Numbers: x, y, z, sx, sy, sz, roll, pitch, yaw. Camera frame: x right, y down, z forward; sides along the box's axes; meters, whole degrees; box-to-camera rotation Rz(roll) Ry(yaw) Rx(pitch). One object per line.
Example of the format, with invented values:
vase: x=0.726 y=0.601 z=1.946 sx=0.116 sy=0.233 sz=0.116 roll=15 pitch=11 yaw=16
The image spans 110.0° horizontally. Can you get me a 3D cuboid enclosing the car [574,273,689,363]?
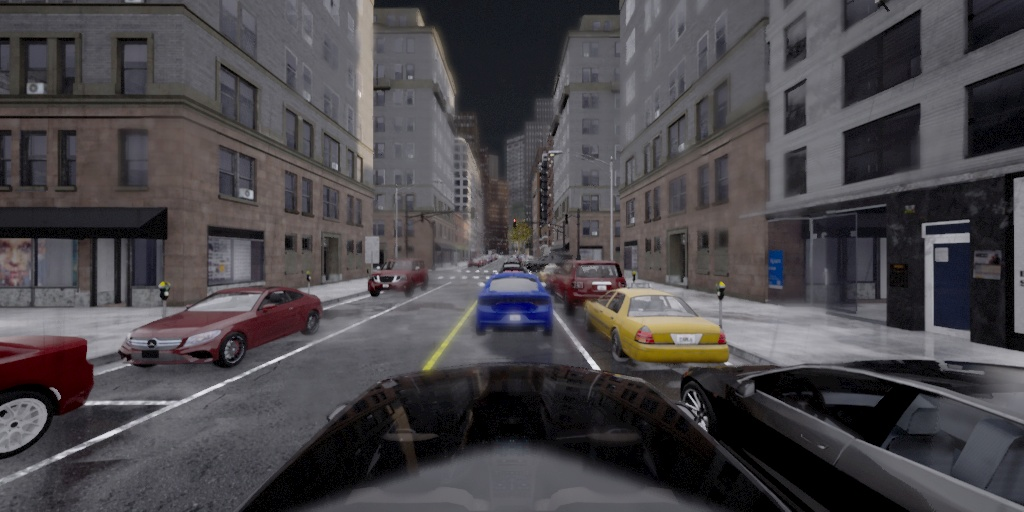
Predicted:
car: x=2.754 y=1.270 z=7.992 sx=1.751 sy=1.417 sz=4.829 roll=0 pitch=0 yaw=0

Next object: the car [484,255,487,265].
car: x=-5.851 y=0.972 z=62.007 sx=1.967 sy=1.591 sz=4.097 roll=0 pitch=0 yaw=0

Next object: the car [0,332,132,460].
car: x=-5.763 y=1.295 z=2.264 sx=1.888 sy=1.381 sz=4.507 roll=0 pitch=0 yaw=0

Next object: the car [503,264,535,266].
car: x=0.070 y=1.292 z=17.984 sx=1.994 sy=1.385 sz=4.181 roll=0 pitch=0 yaw=0

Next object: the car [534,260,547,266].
car: x=2.729 y=1.236 z=24.652 sx=1.751 sy=1.417 sz=4.829 roll=0 pitch=0 yaw=0

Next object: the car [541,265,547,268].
car: x=2.737 y=1.308 z=18.928 sx=1.802 sy=1.307 sz=4.207 roll=0 pitch=0 yaw=0

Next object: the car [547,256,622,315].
car: x=2.746 y=1.052 z=13.376 sx=2.192 sy=1.841 sz=5.009 roll=0 pitch=0 yaw=0

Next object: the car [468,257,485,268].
car: x=-5.843 y=1.111 z=56.582 sx=1.888 sy=1.381 sz=4.507 roll=0 pitch=0 yaw=0

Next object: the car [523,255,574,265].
car: x=4.282 y=0.869 z=39.642 sx=5.566 sy=2.045 sz=2.150 roll=0 pitch=0 yaw=0

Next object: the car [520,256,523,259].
car: x=2.682 y=1.116 z=56.588 sx=2.007 sy=1.370 sz=4.403 roll=0 pitch=0 yaw=0

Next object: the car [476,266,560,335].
car: x=0.037 y=1.220 z=10.469 sx=1.882 sy=1.535 sz=5.008 roll=0 pitch=0 yaw=-1

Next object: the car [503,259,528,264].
car: x=0.010 y=1.208 z=26.897 sx=1.837 sy=1.490 sz=4.892 roll=0 pitch=0 yaw=0

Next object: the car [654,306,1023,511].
car: x=2.762 y=1.316 z=2.270 sx=1.948 sy=1.339 sz=4.313 roll=0 pitch=0 yaw=0

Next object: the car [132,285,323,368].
car: x=-5.771 y=1.327 z=7.816 sx=1.802 sy=1.307 sz=4.207 roll=0 pitch=0 yaw=0

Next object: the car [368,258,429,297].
car: x=-5.788 y=1.041 z=18.922 sx=2.192 sy=1.841 sz=5.009 roll=0 pitch=0 yaw=0
